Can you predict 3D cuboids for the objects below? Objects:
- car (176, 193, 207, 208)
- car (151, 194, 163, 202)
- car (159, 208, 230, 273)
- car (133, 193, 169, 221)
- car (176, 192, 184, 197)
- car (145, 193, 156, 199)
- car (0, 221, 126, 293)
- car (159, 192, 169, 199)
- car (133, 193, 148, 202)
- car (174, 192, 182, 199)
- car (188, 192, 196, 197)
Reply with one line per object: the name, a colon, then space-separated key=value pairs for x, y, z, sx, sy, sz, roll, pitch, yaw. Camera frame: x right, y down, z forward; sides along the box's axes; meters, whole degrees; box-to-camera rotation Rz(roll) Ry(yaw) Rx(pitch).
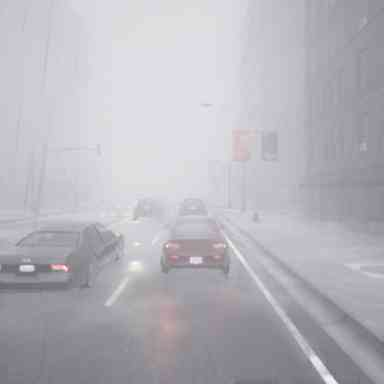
car: x=0.085 y=1.171 z=25.632 sx=2.097 sy=1.767 sz=4.553 roll=0 pitch=0 yaw=0
car: x=-6.558 y=1.051 z=63.329 sx=1.812 sy=1.442 sz=4.674 roll=0 pitch=1 yaw=1
car: x=0.097 y=1.455 z=10.308 sx=1.812 sy=1.442 sz=4.674 roll=0 pitch=1 yaw=0
car: x=-3.164 y=1.172 z=25.521 sx=2.097 sy=1.767 sz=4.553 roll=0 pitch=0 yaw=0
car: x=-3.300 y=0.679 z=89.940 sx=2.033 sy=1.411 sz=5.357 roll=0 pitch=0 yaw=0
car: x=-9.794 y=0.950 z=78.854 sx=1.994 sy=1.385 sz=4.181 roll=0 pitch=0 yaw=0
car: x=-3.154 y=1.487 z=8.860 sx=2.033 sy=1.411 sz=5.357 roll=0 pitch=0 yaw=0
car: x=-6.544 y=0.876 z=78.823 sx=1.882 sy=1.535 sz=5.008 roll=0 pitch=0 yaw=0
car: x=-9.811 y=1.019 z=63.375 sx=2.128 sy=1.511 sz=4.902 roll=0 pitch=0 yaw=1
car: x=-3.294 y=0.935 z=79.939 sx=1.994 sy=1.385 sz=4.181 roll=0 pitch=0 yaw=0
car: x=-0.050 y=0.664 z=89.941 sx=2.128 sy=1.511 sz=4.902 roll=0 pitch=0 yaw=0
